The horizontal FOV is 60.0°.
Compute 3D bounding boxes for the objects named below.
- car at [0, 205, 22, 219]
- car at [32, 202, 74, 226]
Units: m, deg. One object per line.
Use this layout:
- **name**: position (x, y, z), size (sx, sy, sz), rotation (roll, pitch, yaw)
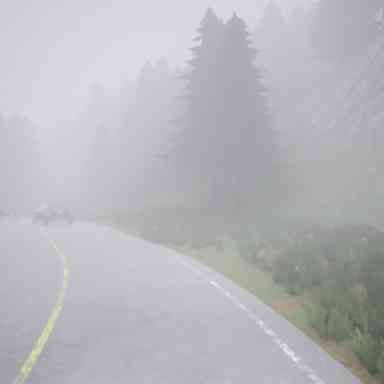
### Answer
- **car**: position (-18.526, 1.874, 31.941), size (4.718, 1.301, 1.895), rotation (-1, 0, 31)
- **car**: position (-10.756, 1.515, 25.539), size (2.097, 1.767, 4.553), rotation (-1, 0, -38)
